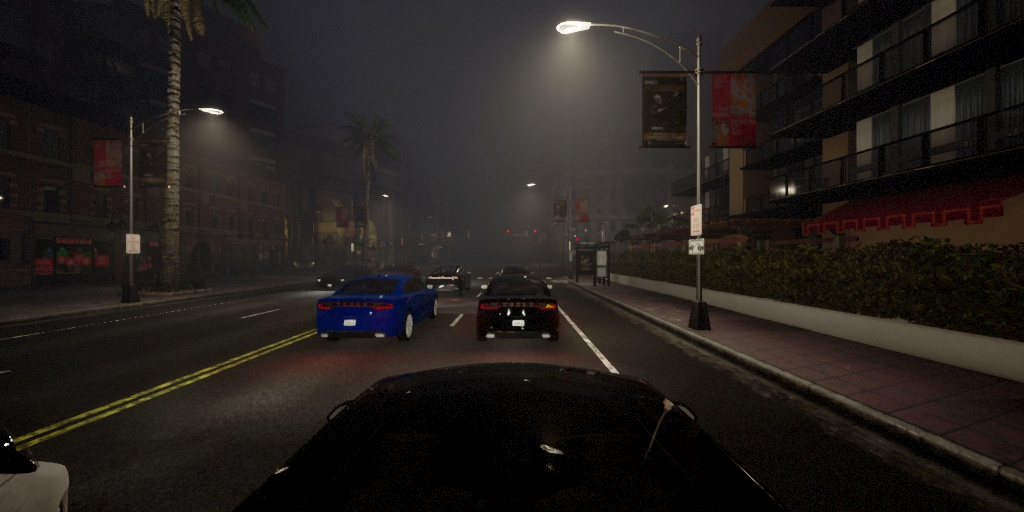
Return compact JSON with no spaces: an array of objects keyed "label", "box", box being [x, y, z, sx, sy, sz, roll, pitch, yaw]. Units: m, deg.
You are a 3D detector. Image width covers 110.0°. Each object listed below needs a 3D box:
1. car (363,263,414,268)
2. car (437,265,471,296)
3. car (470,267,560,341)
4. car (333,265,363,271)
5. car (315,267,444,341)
[{"label":"car","box":[-6.948,1.227,21.843,1.882,1.535,5.008,0,0,1]},{"label":"car","box":[-3.331,1.242,19.394,2.128,1.511,4.902,0,0,0]},{"label":"car","box":[0.137,1.228,9.854,1.882,1.535,5.008,0,0,0]},{"label":"car","box":[-10.428,1.298,23.199,2.033,1.411,5.357,0,0,1]},{"label":"car","box":[-3.359,1.228,9.889,1.882,1.535,5.008,0,0,0]}]
